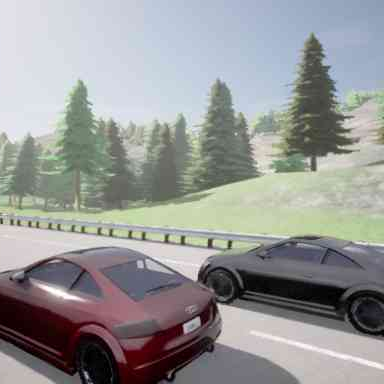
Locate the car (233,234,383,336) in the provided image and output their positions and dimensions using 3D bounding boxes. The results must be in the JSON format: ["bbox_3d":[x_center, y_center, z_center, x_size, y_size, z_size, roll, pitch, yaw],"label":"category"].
[{"bbox_3d":[2.174,1.564,6.740,4.181,1.385,1.994,0,0,35],"label":"car"}]

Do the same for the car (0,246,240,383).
[{"bbox_3d":[-1.632,1.565,5.156,4.181,1.385,1.994,0,0,36],"label":"car"}]
